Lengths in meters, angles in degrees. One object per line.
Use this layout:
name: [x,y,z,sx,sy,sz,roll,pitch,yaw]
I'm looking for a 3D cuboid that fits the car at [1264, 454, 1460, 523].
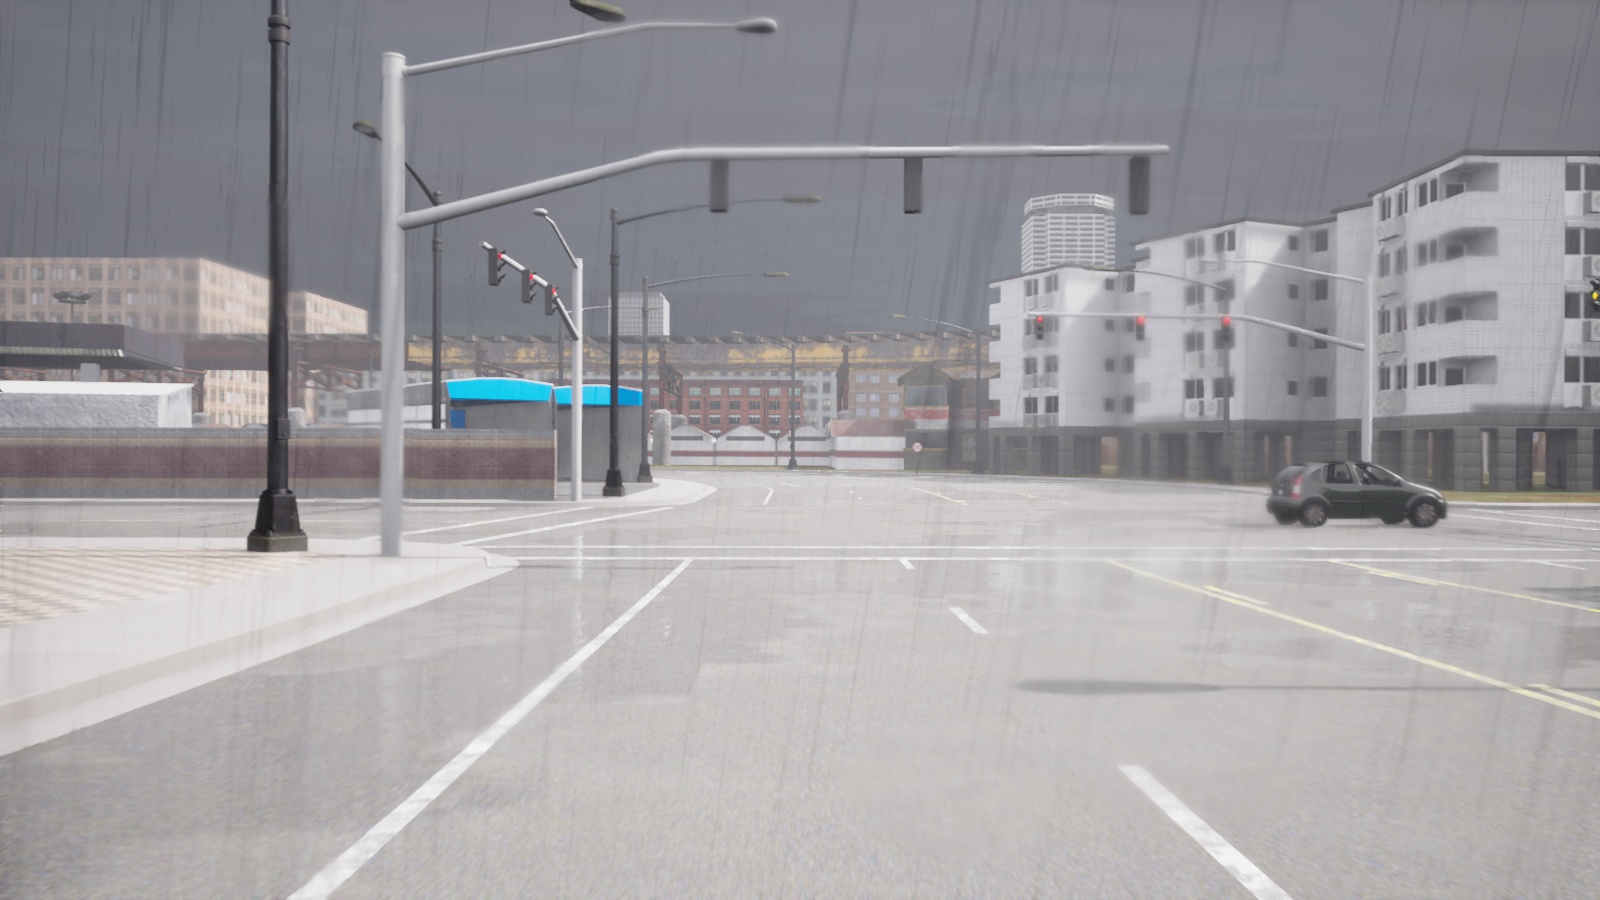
car: [13.707,0.924,30.786,3.988,1.617,1.851,0,0,-1]
